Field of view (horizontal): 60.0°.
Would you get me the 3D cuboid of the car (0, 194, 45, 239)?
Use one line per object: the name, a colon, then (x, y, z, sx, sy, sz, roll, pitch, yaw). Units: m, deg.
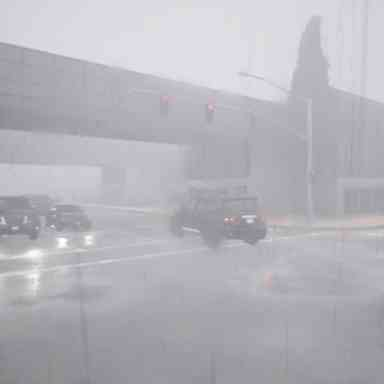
car: (-9.225, 1.219, 16.642, 2.150, 2.045, 5.566, 0, 0, -35)

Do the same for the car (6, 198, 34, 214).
car: (-19.186, 1.476, 36.987, 2.128, 1.511, 4.902, 0, 0, -35)

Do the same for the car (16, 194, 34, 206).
car: (-27.960, 1.322, 55.692, 2.097, 1.767, 4.553, 0, 0, -35)

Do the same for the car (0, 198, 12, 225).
car: (-14.714, 1.354, 24.478, 2.097, 1.767, 4.553, 0, 0, -35)

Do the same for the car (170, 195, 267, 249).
car: (0.938, 1.165, 14.691, 2.150, 2.045, 5.566, 0, 0, -27)

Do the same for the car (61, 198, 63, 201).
car: (-22.253, 1.447, 53.976, 1.837, 1.490, 4.892, 0, 0, -33)

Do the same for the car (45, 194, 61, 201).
car: (-13.332, 1.201, 28.609, 2.150, 2.045, 5.566, 0, 0, -35)

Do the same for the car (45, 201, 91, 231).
car: (-7.763, 1.500, 20.661, 1.812, 1.442, 4.674, 0, 0, -35)
